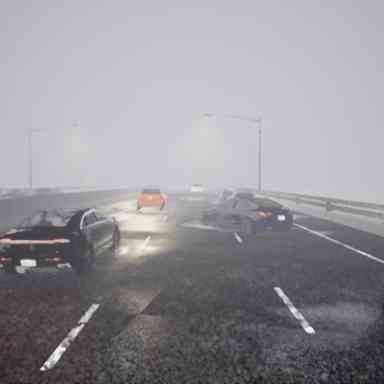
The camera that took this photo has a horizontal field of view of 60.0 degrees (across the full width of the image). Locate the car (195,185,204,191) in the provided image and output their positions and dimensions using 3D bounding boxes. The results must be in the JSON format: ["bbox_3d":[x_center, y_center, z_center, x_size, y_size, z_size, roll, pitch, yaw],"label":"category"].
[{"bbox_3d":[1.811,-0.910,77.417,1.994,1.385,4.181,0,2,3],"label":"car"}]

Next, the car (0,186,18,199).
[{"bbox_3d":[-17.253,0.415,32.414,2.128,1.511,4.902,0,2,1],"label":"car"}]

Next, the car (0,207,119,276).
[{"bbox_3d":[-3.359,1.173,9.289,2.128,1.511,4.902,0,2,0],"label":"car"}]

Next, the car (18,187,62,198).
[{"bbox_3d":[-13.778,0.316,31.111,2.097,1.767,4.553,0,2,1],"label":"car"}]

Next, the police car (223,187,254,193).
[{"bbox_3d":[3.694,0.605,24.431,1.930,1.638,5.238,0,2,1],"label":"police car"}]

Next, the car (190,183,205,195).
[{"bbox_3d":[0.923,-0.570,55.489,2.150,2.045,5.566,0,2,2],"label":"car"}]

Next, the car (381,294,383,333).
[{"bbox_3d":[3.502,1.414,2.521,2.163,1.488,4.792,0,2,0],"label":"car"}]

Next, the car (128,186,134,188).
[{"bbox_3d":[-12.465,-1.128,71.473,2.033,1.411,5.357,0,2,2],"label":"car"}]

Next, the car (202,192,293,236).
[{"bbox_3d":[2.375,0.989,15.147,2.163,1.488,4.792,-1,2,-29],"label":"car"}]

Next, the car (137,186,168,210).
[{"bbox_3d":[-3.149,0.437,27.329,2.097,1.767,4.553,0,2,1],"label":"car"}]

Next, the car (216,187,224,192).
[{"bbox_3d":[3.892,0.396,35.241,1.994,1.385,4.181,0,2,1],"label":"car"}]

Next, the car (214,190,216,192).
[{"bbox_3d":[4.160,0.041,46.155,2.033,1.411,5.357,0,2,2],"label":"car"}]
